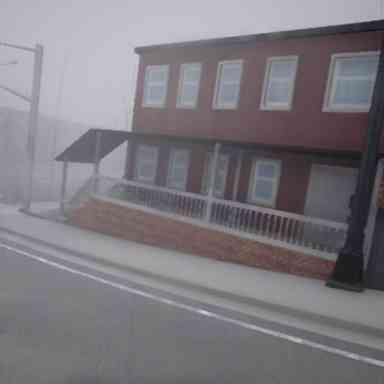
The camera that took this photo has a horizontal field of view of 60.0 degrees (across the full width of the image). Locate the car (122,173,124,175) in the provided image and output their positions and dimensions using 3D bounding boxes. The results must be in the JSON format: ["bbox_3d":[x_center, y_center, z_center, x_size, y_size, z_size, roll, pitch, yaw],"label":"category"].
[{"bbox_3d":[-7.367,-2.509,45.934,1.837,1.490,4.892,11,7,35],"label":"car"}]
